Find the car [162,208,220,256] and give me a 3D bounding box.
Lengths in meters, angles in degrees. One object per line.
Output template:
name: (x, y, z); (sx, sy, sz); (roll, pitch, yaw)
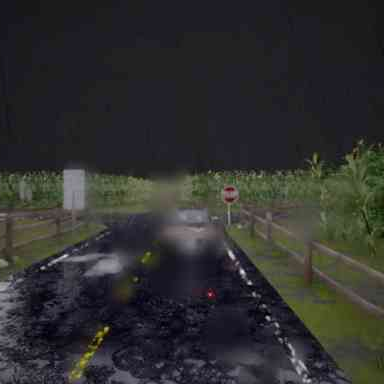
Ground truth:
car: (-0.021, 1.338, 12.354); (2.128, 1.511, 4.902); (0, 1, 0)
